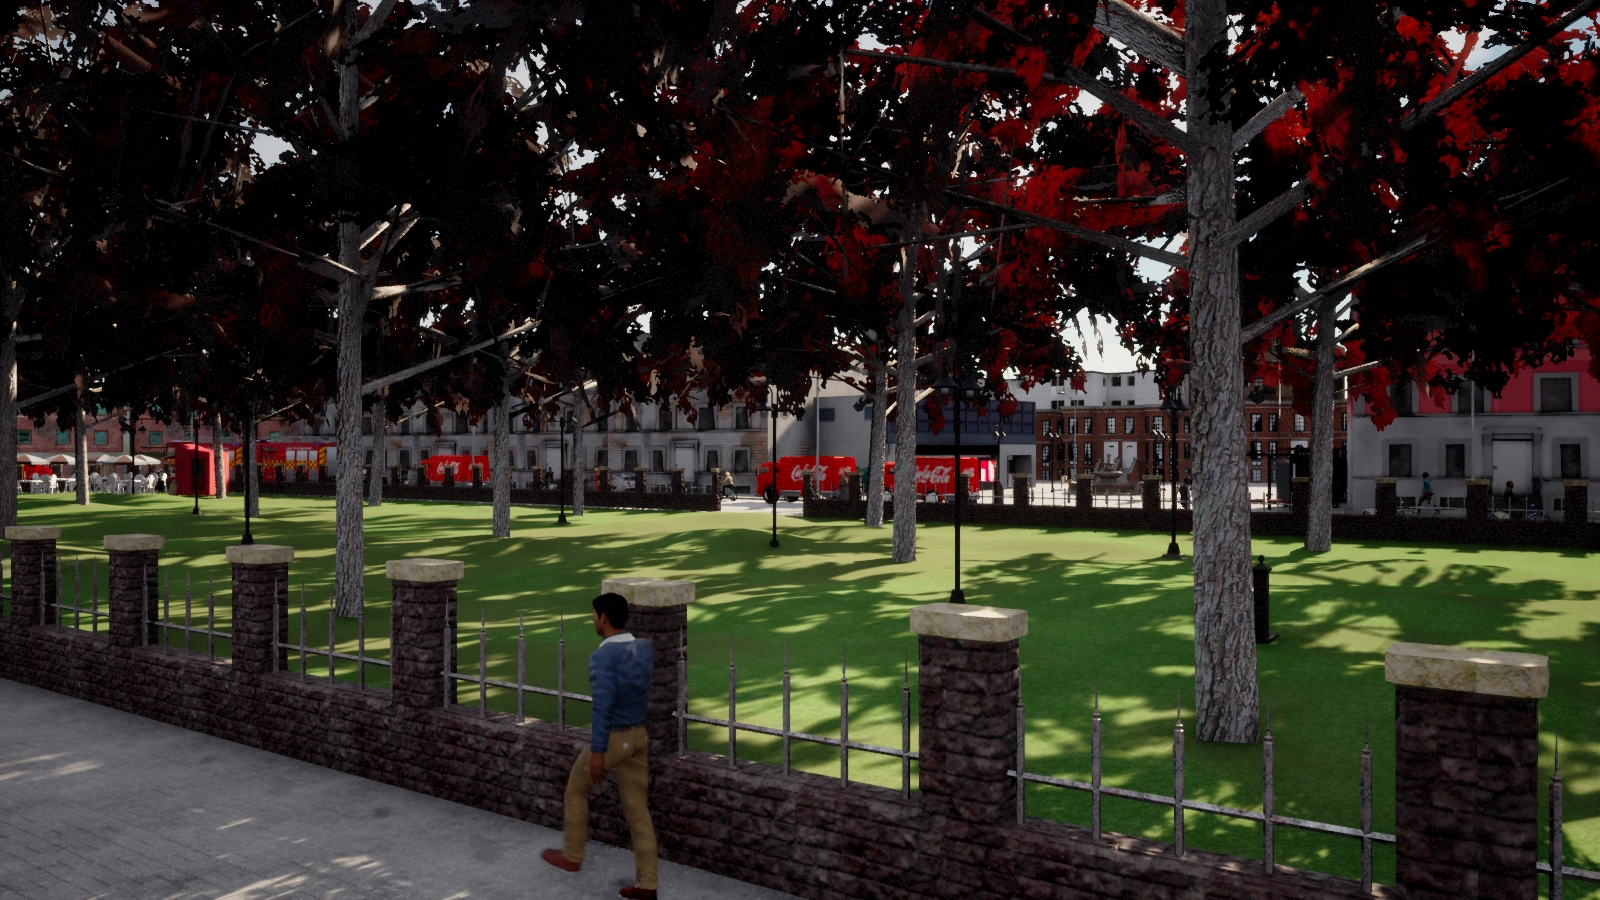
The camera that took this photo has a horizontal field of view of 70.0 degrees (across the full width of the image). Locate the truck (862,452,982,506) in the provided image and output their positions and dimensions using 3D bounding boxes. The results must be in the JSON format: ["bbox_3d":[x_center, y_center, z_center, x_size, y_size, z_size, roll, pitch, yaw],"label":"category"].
[{"bbox_3d":[5.913,1.348,55.621,5.204,2.467,2.627,0,0,35],"label":"truck"}]

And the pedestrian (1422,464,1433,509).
[{"bbox_3d":[26.033,1.522,47.370,0.375,1.860,0.375,0,0,31],"label":"pedestrian"}]

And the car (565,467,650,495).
[{"bbox_3d":[-11.432,1.827,67.802,4.902,1.511,2.128,0,0,35],"label":"car"}]

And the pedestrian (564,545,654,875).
[{"bbox_3d":[-1.147,1.526,6.868,0.375,1.860,0.375,0,0,35],"label":"pedestrian"}]

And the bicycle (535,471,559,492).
[{"bbox_3d":[-15.681,1.940,70.806,1.835,1.271,0.329,0,0,35],"label":"bicycle"}]

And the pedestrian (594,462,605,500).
[{"bbox_3d":[-9.836,1.522,55.994,0.375,1.860,0.375,0,0,33],"label":"pedestrian"}]

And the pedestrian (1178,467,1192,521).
[{"bbox_3d":[13.347,1.524,39.625,0.375,1.860,0.375,0,0,35],"label":"pedestrian"}]

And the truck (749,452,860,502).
[{"bbox_3d":[0.205,1.348,59.637,5.204,2.467,2.627,0,0,35],"label":"truck"}]

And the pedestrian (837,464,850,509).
[{"bbox_3d":[1.822,1.525,47.734,0.375,1.860,0.375,0,0,35],"label":"pedestrian"}]
